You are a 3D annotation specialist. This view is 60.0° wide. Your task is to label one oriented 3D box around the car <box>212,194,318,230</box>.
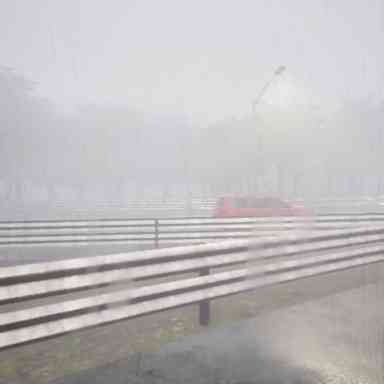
[{"bbox_3d":[3.779,1.148,17.760,5.566,2.045,2.150,-1,1,-5],"label":"car"}]
